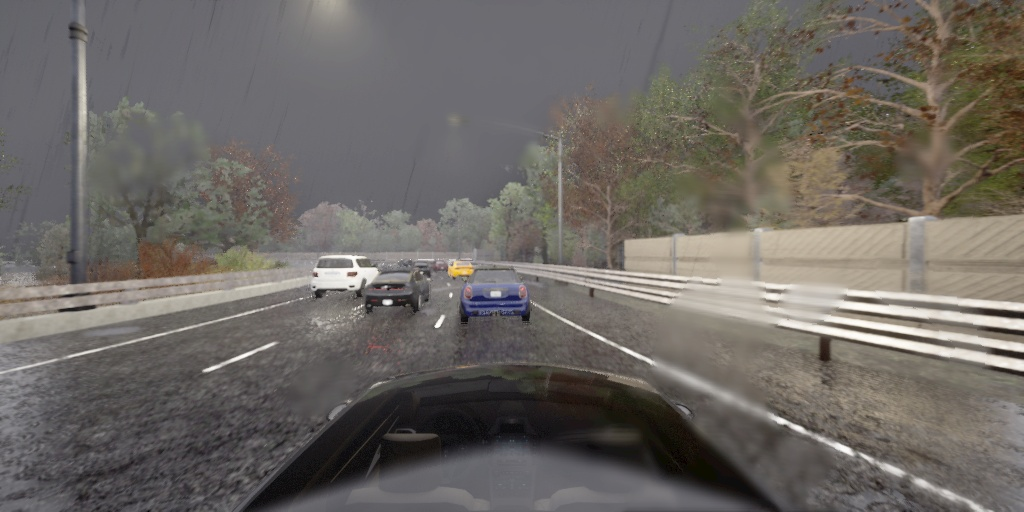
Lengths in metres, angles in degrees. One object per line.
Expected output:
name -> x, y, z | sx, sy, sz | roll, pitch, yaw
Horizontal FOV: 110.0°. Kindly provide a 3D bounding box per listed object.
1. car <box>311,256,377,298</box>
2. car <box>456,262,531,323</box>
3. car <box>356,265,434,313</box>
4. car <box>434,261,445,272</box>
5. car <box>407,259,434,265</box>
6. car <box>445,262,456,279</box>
car -> -8.512, 1.004, 18.815 | 2.150, 2.045, 5.566 | 0, 0, -9
car -> -0.658, 1.104, 12.330 | 2.097, 1.767, 4.553 | 0, 0, -5
car -> -4.379, 1.272, 14.203 | 1.837, 1.490, 4.892 | 0, 0, -7
car -> -9.490, 1.310, 46.480 | 1.812, 1.442, 4.674 | 0, 0, -22
car -> -8.960, 1.288, 34.935 | 1.837, 1.490, 4.892 | 0, 0, -17
car -> -4.659, 1.244, 32.478 | 1.882, 1.535, 5.008 | 0, 0, -16
